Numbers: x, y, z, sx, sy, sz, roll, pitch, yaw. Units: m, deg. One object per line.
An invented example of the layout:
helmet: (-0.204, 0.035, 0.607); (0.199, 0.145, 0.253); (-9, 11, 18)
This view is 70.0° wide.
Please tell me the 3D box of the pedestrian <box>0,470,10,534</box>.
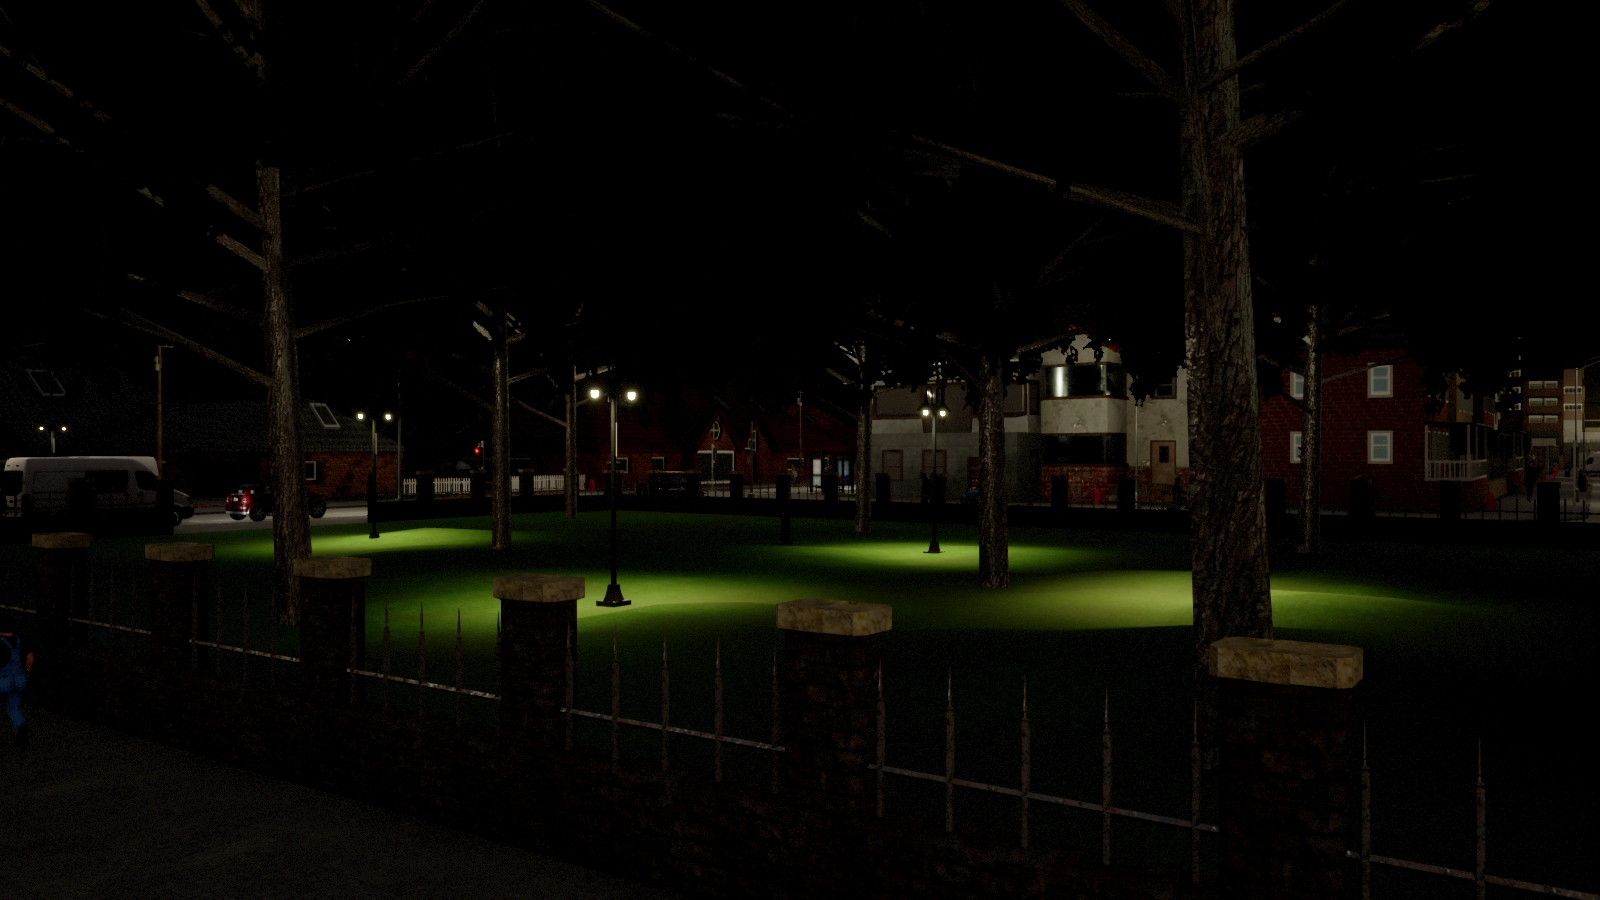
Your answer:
pedestrian: (-23.476, 1.525, 33.564); (0.375, 1.860, 0.375); (0, 0, 41)

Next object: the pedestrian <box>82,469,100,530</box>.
pedestrian: (-21.999, 1.525, 35.451); (0.375, 1.860, 0.375); (0, 0, 38)

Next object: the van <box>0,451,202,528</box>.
van: (-24.847, 1.314, 40.778); (1.988, 2.561, 5.915); (0, 0, 36)

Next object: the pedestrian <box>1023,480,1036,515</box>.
pedestrian: (8.658, 1.804, 43.082); (0.375, 1.300, 0.375); (0, 0, 30)

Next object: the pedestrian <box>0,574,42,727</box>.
pedestrian: (-7.168, 1.805, 10.363); (0.375, 1.300, 0.375); (0, 0, 35)

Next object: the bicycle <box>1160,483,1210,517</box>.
bicycle: (14.925, 1.940, 44.312); (1.835, 1.271, 0.329); (0, 0, 35)

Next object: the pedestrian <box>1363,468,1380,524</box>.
pedestrian: (19.424, 1.558, 38.856); (0.375, 1.860, 0.375); (0, 0, -26)

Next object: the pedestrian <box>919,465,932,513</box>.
pedestrian: (4.909, 1.524, 44.764); (0.375, 1.860, 0.375); (0, 0, 35)
